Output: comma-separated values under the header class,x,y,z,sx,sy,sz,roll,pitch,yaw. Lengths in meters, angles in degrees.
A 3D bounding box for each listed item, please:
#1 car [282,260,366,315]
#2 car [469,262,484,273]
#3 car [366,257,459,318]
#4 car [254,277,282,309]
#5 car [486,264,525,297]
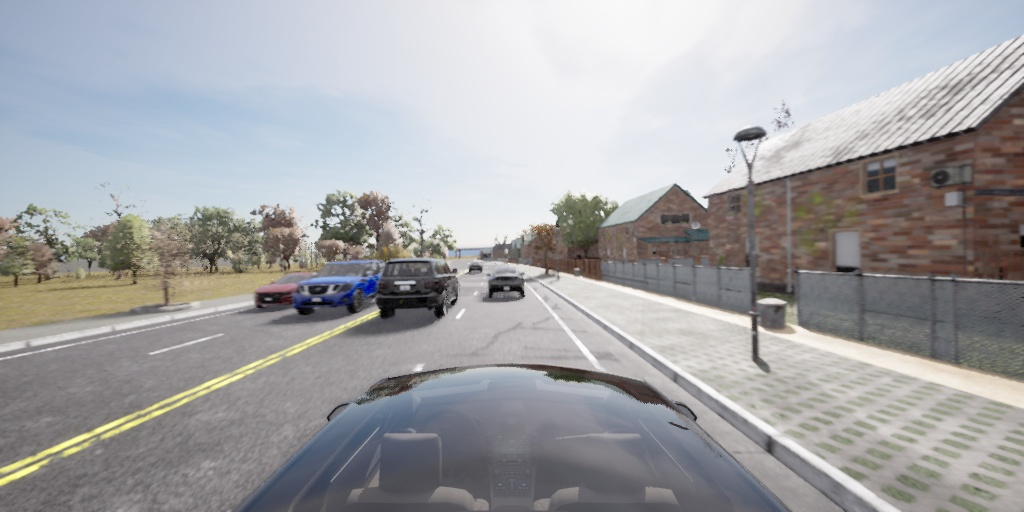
class,x,y,z,sx,sy,sz,roll,pitch,yaw
car,-6.906,1.189,15.296,2.150,2.045,5.566,-2,0,-1
car,-4.907,1.497,48.931,1.837,1.490,4.892,-1,0,-4
car,-3.410,1.090,13.891,2.150,2.045,5.566,-1,0,-1
car,-10.206,1.538,17.418,1.882,1.535,5.008,-2,0,-2
car,-0.327,1.305,19.593,1.837,1.490,4.892,-2,0,-2
